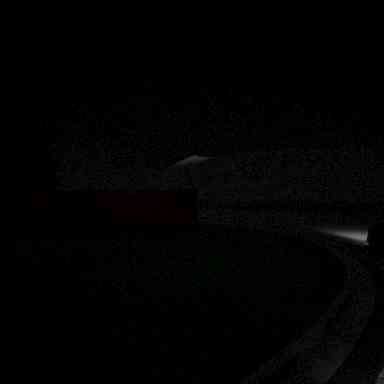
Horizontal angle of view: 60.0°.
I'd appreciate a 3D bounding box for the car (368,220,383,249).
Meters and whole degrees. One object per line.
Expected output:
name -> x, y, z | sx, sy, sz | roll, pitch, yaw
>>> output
car -> 8.007, 1.569, 12.153 | 2.128, 1.511, 4.902 | 0, -1, 12
